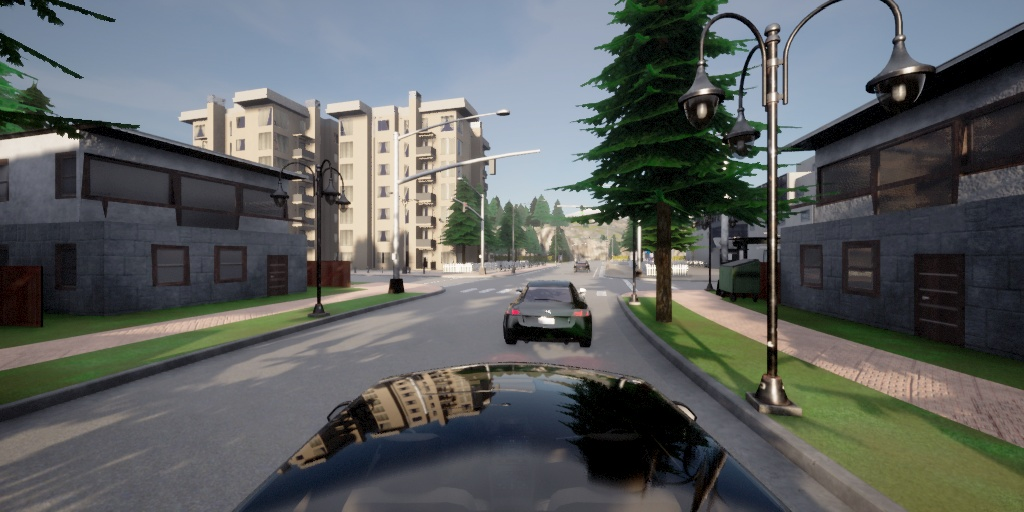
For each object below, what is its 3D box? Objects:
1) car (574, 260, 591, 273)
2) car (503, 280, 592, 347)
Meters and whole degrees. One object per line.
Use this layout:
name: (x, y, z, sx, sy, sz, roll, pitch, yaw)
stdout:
car: (8.793, 1.276, 44.941, 2.128, 1.511, 4.902, 0, 0, 14)
car: (1.007, 1.314, 9.410, 1.994, 1.385, 4.181, 0, 0, 8)
